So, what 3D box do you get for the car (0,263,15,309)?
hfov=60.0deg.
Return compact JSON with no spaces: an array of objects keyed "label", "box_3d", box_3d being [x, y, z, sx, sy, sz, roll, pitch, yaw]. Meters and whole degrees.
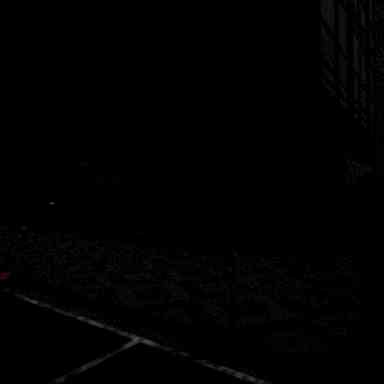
[{"label":"car","box_3d":[-5.055,1.564,6.463,4.206,1.307,1.802,0,0,36]}]
